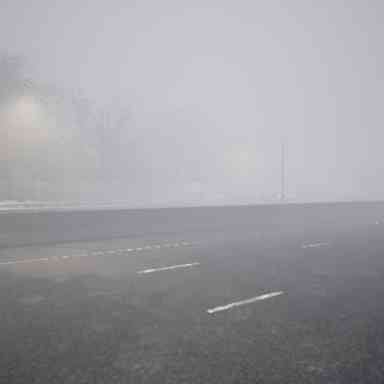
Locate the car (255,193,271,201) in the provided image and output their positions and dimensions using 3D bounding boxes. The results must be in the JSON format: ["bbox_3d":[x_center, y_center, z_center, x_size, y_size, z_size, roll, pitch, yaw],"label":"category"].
[{"bbox_3d":[13.181,0.898,61.540,1.812,1.442,4.674,0,1,31],"label":"car"}]

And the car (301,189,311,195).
[{"bbox_3d":[30.177,-0.047,87.642,1.994,1.385,4.181,0,2,35],"label":"car"}]

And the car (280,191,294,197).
[{"bbox_3d":[21.402,0.577,74.781,2.033,1.411,5.357,0,1,32],"label":"car"}]

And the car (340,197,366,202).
[{"bbox_3d":[25.245,1.544,52.043,5.357,1.411,2.033,0,0,-35],"label":"car"}]
